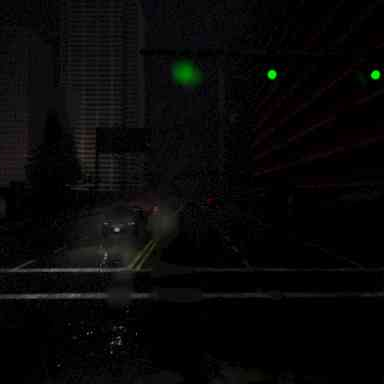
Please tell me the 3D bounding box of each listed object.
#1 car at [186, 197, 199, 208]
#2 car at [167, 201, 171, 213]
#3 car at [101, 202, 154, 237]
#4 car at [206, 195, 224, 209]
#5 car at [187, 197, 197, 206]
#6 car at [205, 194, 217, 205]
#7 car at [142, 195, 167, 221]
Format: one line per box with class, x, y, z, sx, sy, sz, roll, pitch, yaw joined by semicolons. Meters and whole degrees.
car;0.100;1.709;49.852;1.994;1.385;4.181;0;0;0
car;-3.502;1.631;38.299;1.812;1.442;4.674;0;0;0
car;-3.594;1.546;18.395;2.128;1.511;4.902;0;0;0
car;3.497;1.656;48.234;1.837;1.490;4.892;0;0;0
car;-0.004;1.672;58.764;1.837;1.490;4.892;0;0;0
car;3.497;1.397;58.119;2.150;2.045;5.566;0;0;0
car;-3.570;1.432;28.320;2.097;1.767;4.553;0;0;0
